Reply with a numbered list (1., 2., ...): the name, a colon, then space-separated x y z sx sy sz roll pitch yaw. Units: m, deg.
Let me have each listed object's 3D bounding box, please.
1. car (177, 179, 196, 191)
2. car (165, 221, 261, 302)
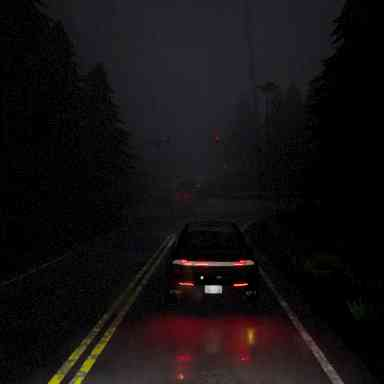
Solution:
1. car: -0.695 -1.068 45.246 1.812 1.442 4.674 1 9 14
2. car: 0.449 1.466 8.191 2.128 1.511 4.902 0 0 2
